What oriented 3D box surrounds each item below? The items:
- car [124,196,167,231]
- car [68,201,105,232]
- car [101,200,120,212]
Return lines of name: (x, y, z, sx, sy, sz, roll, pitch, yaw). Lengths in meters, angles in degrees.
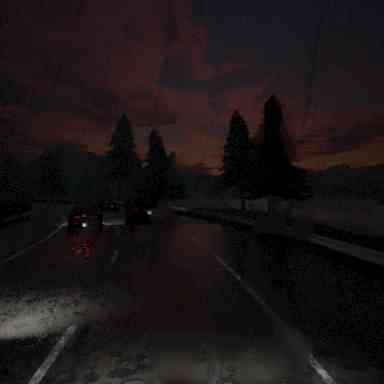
car: (-2.973, 1.242, 20.942, 2.150, 2.045, 5.566, 0, 0, -15)
car: (-6.467, 1.536, 20.390, 1.837, 1.490, 4.892, 0, 0, -15)
car: (-9.805, 1.598, 38.366, 2.033, 1.411, 5.357, 0, 0, -27)
